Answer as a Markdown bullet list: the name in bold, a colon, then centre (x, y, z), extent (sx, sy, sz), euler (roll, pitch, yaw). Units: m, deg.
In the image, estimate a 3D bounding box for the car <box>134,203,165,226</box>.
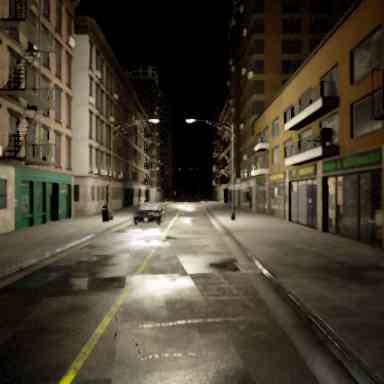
- **car**: centre (-2.994, 1.537, 24.107), extent (2.128, 1.511, 4.902), euler (0, 0, 0)
